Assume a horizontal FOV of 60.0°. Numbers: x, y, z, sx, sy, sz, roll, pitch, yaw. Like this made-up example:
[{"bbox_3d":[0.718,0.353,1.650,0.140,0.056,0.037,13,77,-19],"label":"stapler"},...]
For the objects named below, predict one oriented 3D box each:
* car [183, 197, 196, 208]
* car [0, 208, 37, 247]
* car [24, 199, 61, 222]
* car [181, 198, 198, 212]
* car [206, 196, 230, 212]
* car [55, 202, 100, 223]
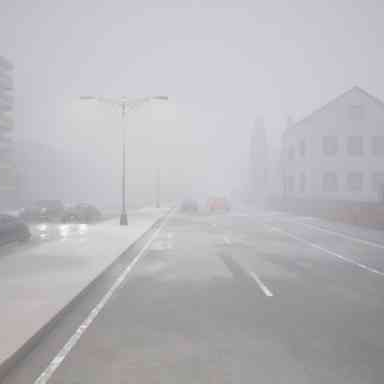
[{"bbox_3d":[-0.427,1.525,48.219,1.812,1.442,4.674,0,0,-1],"label":"car"},{"bbox_3d":[-8.225,1.562,13.217,1.994,1.385,4.181,0,0,-1],"label":"car"},{"bbox_3d":[-11.785,1.351,26.535,2.097,1.767,4.553,0,0,0],"label":"car"},{"bbox_3d":[-0.309,1.601,38.265,1.895,1.301,4.718,0,0,-1],"label":"car"},{"bbox_3d":[3.137,1.352,38.600,2.097,1.767,4.553,0,0,0],"label":"car"},{"bbox_3d":[-8.351,1.564,25.146,1.994,1.385,4.181,0,0,0],"label":"car"}]
